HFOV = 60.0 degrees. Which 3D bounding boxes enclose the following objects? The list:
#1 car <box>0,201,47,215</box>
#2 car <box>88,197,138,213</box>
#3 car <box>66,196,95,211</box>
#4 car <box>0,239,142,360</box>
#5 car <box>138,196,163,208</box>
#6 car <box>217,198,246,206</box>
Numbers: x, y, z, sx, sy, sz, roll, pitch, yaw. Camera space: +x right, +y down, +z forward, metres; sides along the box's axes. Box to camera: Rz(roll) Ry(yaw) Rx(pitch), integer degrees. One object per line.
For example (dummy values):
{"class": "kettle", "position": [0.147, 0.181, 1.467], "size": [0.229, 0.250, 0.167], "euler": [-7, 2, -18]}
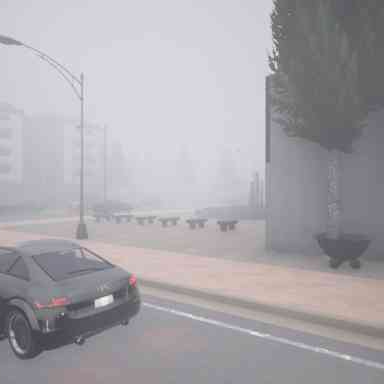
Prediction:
{"class": "car", "position": [-17.667, 1.600, 34.319], "size": [1.895, 1.301, 4.718], "euler": [0, 0, 33]}
{"class": "car", "position": [-8.337, 1.525, 35.422], "size": [1.812, 1.442, 4.674], "euler": [0, 0, 36]}
{"class": "car", "position": [-13.113, 1.351, 40.827], "size": [2.097, 1.767, 4.553], "euler": [0, 0, 38]}
{"class": "car", "position": [-2.915, 1.564, 6.029], "size": [4.181, 1.385, 1.994], "euler": [0, 0, 36]}
{"class": "car", "position": [-6.534, 1.351, 48.045], "size": [4.553, 1.767, 2.097], "euler": [0, 0, -40]}
{"class": "car", "position": [6.644, 1.600, 56.411], "size": [4.718, 1.301, 1.895], "euler": [0, 0, -22]}
